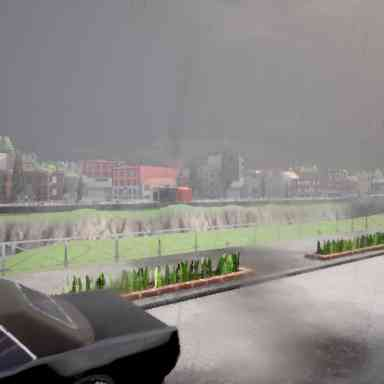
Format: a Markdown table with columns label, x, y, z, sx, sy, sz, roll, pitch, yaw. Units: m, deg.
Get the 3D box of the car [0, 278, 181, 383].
| label | x | y | z | sx | sy | sz | roll | pitch | yaw |
| --- | --- | --- | --- | --- | --- | --- | --- | --- | --- |
| car | -2.524 | 1.601 | 2.806 | 4.718 | 1.301 | 1.895 | 0 | 0 | -36 |
